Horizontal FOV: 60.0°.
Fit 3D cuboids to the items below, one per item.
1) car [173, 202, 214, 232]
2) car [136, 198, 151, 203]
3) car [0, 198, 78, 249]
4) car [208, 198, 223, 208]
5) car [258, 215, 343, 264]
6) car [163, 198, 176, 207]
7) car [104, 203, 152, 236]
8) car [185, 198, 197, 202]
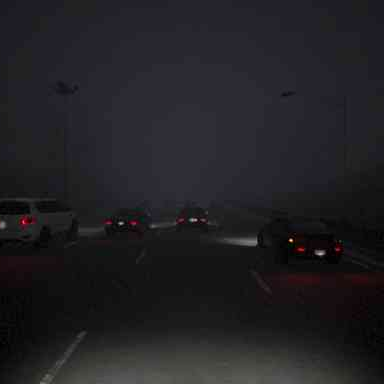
[{"bbox_3d":[0.013,1.575,20.522,2.033,1.411,5.357,0,0,0],"label":"car"},{"bbox_3d":[-7.101,1.641,48.794,2.033,1.411,5.357,0,0,0],"label":"car"},{"bbox_3d":[-6.911,1.269,14.807,2.150,2.045,5.566,0,0,-1],"label":"car"},{"bbox_3d":[3.391,1.615,48.718,1.994,1.385,4.181,0,0,0],"label":"car"},{"bbox_3d":[3.589,1.527,11.646,1.812,1.442,4.674,0,0,0],"label":"car"},{"bbox_3d":[-3.630,1.634,53.780,2.033,1.411,5.357,0,0,0],"label":"car"},{"bbox_3d":[-3.473,1.587,18.720,2.033,1.411,5.357,0,0,0],"label":"car"},{"bbox_3d":[-0.126,1.672,53.138,1.895,1.301,4.718,0,0,0],"label":"car"}]
